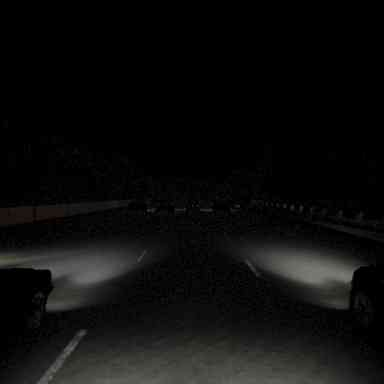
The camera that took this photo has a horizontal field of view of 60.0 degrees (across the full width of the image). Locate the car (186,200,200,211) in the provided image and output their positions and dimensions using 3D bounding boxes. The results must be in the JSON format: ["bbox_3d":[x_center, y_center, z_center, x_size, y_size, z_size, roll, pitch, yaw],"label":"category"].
[{"bbox_3d":[0.162,1.840,44.605,2.033,1.411,5.357,0,-1,0],"label":"car"}]

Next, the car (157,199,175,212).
[{"bbox_3d":[-3.327,1.639,43.400,2.097,1.767,4.553,1,-1,0],"label":"car"}]

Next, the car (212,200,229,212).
[{"bbox_3d":[3.660,1.746,42.766,1.882,1.535,5.008,0,-1,0],"label":"car"}]

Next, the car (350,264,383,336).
[{"bbox_3d":[3.605,1.478,3.765,2.128,1.511,4.902,0,0,0],"label":"car"}]

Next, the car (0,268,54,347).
[{"bbox_3d":[-3.395,1.588,3.828,1.895,1.301,4.718,0,0,0],"label":"car"}]

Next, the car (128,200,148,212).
[{"bbox_3d":[-6.841,1.739,42.376,1.882,1.535,5.008,0,-1,0],"label":"car"}]
